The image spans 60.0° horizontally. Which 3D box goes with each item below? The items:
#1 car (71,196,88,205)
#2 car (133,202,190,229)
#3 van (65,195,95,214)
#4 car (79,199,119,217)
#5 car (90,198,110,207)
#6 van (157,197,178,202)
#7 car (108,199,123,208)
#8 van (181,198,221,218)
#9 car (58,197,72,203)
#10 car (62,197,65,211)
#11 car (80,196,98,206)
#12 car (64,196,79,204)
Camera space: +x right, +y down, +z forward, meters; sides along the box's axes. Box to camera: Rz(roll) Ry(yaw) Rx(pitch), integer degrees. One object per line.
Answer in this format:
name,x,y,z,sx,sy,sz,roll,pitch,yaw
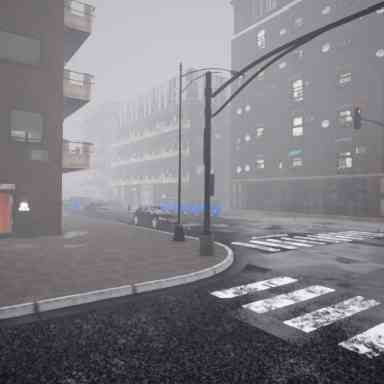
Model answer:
car,-21.283,1.605,62.954,1.967,1.590,4.097,1,-1,-35
car,-2.358,1.539,21.639,2.008,1.369,4.403,1,-1,-35
van,-11.886,1.361,35.455,1.690,1.788,3.998,1,-1,-35
car,-8.712,1.591,30.849,1.802,1.307,4.206,1,-1,-35
car,-14.931,1.730,53.742,1.802,1.307,4.206,1,-1,-35
van,-2.224,1.450,35.325,1.690,1.788,3.998,1,-1,-35
car,-11.755,1.683,49.138,1.887,1.381,4.507,1,-1,-35
van,0.953,1.439,30.719,1.690,1.788,3.998,1,-1,-35
car,-27.637,1.727,72.163,1.887,1.381,4.507,1,-1,-35
car,-15.065,1.580,40.059,2.008,1.369,4.403,1,-1,-35
car,-18.107,1.597,58.349,1.967,1.590,4.097,1,-1,-35
car,-24.460,1.614,67.559,1.967,1.590,4.097,1,-1,-35
